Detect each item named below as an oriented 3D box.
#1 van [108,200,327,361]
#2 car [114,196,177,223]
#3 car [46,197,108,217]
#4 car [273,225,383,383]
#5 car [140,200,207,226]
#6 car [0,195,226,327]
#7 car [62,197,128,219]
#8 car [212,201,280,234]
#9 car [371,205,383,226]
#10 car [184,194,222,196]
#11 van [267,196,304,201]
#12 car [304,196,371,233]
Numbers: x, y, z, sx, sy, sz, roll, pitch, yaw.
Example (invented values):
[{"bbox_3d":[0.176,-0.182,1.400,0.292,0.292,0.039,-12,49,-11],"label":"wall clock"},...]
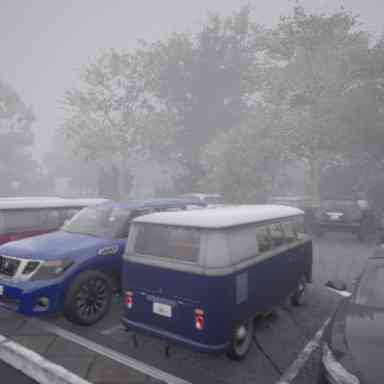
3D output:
[{"bbox_3d":[0.868,1.264,6.094,1.878,1.987,4.442,1,0,35],"label":"van"},{"bbox_3d":[-3.391,1.212,25.069,2.185,1.767,4.553,1,0,35],"label":"car"},{"bbox_3d":[-10.192,1.250,29.875,2.231,1.521,4.892,1,0,35],"label":"car"},{"bbox_3d":[3.090,1.515,4.378,2.231,1.521,4.892,1,0,35],"label":"car"},{"bbox_3d":[-1.164,1.397,23.412,2.163,1.488,4.792,1,0,35],"label":"car"},{"bbox_3d":[-1.498,1.209,7.599,2.435,2.045,5.566,1,0,35],"label":"car"},{"bbox_3d":[-8.040,1.276,28.110,1.946,1.575,5.366,1,0,35],"label":"car"},{"bbox_3d":[3.484,1.423,20.369,1.946,1.575,5.366,1,0,35],"label":"car"},{"bbox_3d":[10.148,1.258,15.366,2.435,2.045,5.566,1,0,35],"label":"car"},{"bbox_3d":[1.133,1.146,21.848,2.435,2.045,5.566,1,0,35],"label":"car"},{"bbox_3d":[5.707,1.230,18.703,1.878,1.987,4.442,1,0,35],"label":"van"},{"bbox_3d":[7.918,1.234,17.022,2.435,2.045,5.566,1,0,35],"label":"car"}]
